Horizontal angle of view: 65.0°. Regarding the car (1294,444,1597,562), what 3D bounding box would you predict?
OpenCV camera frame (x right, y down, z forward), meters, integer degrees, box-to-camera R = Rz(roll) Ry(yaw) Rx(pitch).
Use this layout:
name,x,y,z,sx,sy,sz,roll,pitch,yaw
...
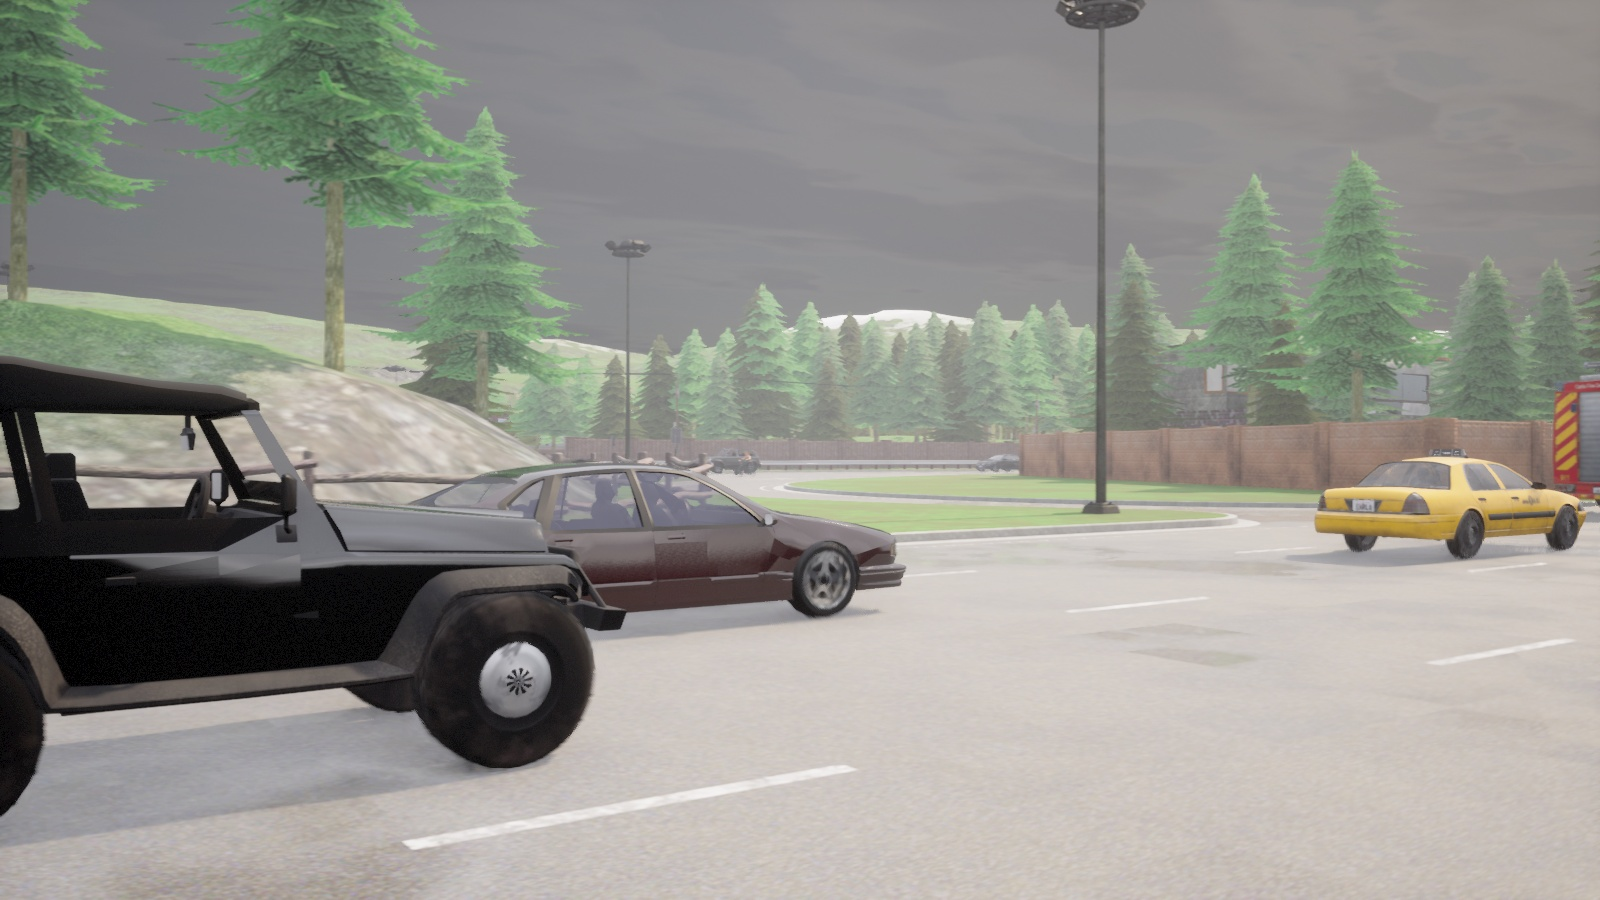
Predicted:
name,x,y,z,sx,sy,sz,roll,pitch,yaw
car,9.920,0.710,19.108,5.366,1.575,1.801,0,0,-35

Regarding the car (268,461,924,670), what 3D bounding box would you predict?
name,x,y,z,sx,sy,sz,roll,pitch,yaw
car,-1.616,0.823,11.066,5.357,1.411,2.033,0,0,-35

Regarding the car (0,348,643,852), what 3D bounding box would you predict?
name,x,y,z,sx,sy,sz,roll,pitch,yaw
car,-2.909,0.561,5.899,3.866,1.878,1.905,0,0,-35

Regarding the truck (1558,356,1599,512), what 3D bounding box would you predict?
name,x,y,z,sx,sy,sz,roll,pitch,yaw
truck,23.837,-0.393,31.518,8.468,3.827,2.891,0,0,-10

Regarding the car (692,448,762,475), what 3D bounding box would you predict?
name,x,y,z,sx,sy,sz,roll,pitch,yaw
car,-5.179,0.792,89.266,4.605,1.855,1.932,0,0,-35
